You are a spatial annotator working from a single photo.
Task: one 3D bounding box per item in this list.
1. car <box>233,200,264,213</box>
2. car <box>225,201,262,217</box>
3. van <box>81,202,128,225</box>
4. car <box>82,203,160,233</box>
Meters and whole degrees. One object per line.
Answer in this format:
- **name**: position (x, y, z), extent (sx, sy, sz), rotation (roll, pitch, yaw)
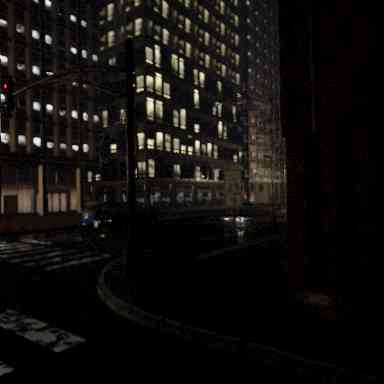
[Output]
- **car**: position (7.062, 1.819, 41.249), extent (1.752, 1.417, 4.829), rotation (-2, -1, 36)
- **car**: position (5.143, 1.735, 34.107), extent (1.812, 1.442, 4.674), rotation (-2, -1, 35)
- **van**: position (-5.793, 1.590, 23.355), extent (1.690, 1.788, 3.998), rotation (-2, -1, 36)
- **car**: position (-4.127, 1.669, 21.226), extent (2.128, 1.511, 4.902), rotation (-2, -1, 36)
